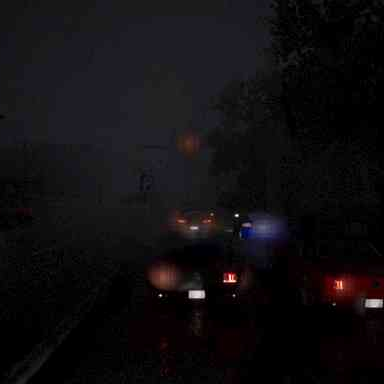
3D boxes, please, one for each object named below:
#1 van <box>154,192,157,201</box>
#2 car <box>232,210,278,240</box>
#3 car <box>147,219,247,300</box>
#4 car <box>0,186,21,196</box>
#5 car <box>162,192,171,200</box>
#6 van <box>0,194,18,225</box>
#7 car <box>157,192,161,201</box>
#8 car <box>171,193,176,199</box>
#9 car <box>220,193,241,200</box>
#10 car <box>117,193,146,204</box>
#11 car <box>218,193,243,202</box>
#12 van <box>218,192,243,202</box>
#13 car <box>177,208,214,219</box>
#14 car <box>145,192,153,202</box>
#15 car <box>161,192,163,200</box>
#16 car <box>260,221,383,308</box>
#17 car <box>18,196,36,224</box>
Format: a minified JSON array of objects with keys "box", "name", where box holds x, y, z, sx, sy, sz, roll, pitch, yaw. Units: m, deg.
[{"box":[-10.235,1.093,70.369,4.442,1.987,1.878,-1,0,-14],"name":"van"},{"box":[3.165,1.588,16.635,1.994,1.385,4.181,0,0,1],"name":"car"},{"box":[0.110,1.612,8.378,1.895,1.301,4.718,0,0,0],"name":"car"},{"box":[-28.161,0.137,52.254,2.002,1.452,4.674,6,-3,-19],"name":"car"},{"box":[-8.446,1.357,85.319,4.674,1.452,2.002,-1,0,-12],"name":"car"},{"box":[-13.601,1.296,20.601,4.442,1.987,1.878,-1,0,-19],"name":"van"},{"box":[-10.007,1.321,73.340,4.892,1.521,2.231,-1,0,-14],"name":"car"},{"box":[-7.996,1.064,88.325,5.566,2.045,2.435,-1,0,-12],"name":"car"},{"box":[9.464,1.129,81.647,4.553,1.767,2.185,1,0,-12],"name":"car"},{"box":[-11.440,1.358,61.385,4.792,1.488,2.163,-1,0,-15],"name":"car"},{"box":[7.672,1.141,66.947,4.553,1.767,2.185,1,0,-14],"name":"car"},{"box":[7.288,1.042,63.978,4.442,1.987,1.878,1,0,-14],"name":"van"},{"box":[0.172,1.552,17.480,1.812,1.442,4.674,0,0,1],"name":"car"},{"box":[-10.795,1.315,64.377,5.366,1.575,1.946,-1,0,-15],"name":"car"},{"box":[-9.634,1.359,76.335,4.674,1.452,2.002,-1,0,-13],"name":"car"},{"box":[3.120,1.611,7.888,1.895,1.301,4.718,0,0,0],"name":"car"},{"box":[-13.626,1.403,23.578,4.553,1.767,2.185,-1,0,-19],"name":"car"}]
